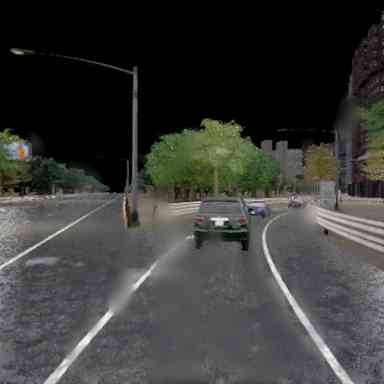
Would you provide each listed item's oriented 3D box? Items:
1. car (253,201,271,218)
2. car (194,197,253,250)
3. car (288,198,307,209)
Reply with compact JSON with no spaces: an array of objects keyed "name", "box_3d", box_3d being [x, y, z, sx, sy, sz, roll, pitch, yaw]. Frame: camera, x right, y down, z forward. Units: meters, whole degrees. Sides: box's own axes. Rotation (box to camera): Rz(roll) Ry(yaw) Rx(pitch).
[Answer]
[{"name":"car","box_3d":[5.965,1.567,30.129,1.812,1.442,4.674,0,0,21]},{"name":"car","box_3d":[1.493,1.235,14.766,2.150,2.045,5.566,0,0,11]},{"name":"car","box_3d":[15.165,1.598,47.663,1.812,1.442,4.674,0,0,32]}]
